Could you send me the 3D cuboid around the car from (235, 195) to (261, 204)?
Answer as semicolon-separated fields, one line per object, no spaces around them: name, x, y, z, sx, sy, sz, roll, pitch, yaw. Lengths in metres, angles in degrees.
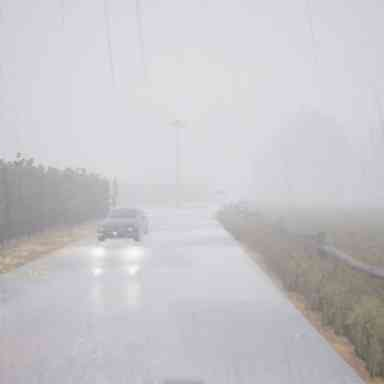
car;7.393;1.409;42.511;1.994;1.385;4.181;0;1;36

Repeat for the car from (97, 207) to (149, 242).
car;-3.266;1.517;16.513;1.837;1.490;4.892;0;0;0
